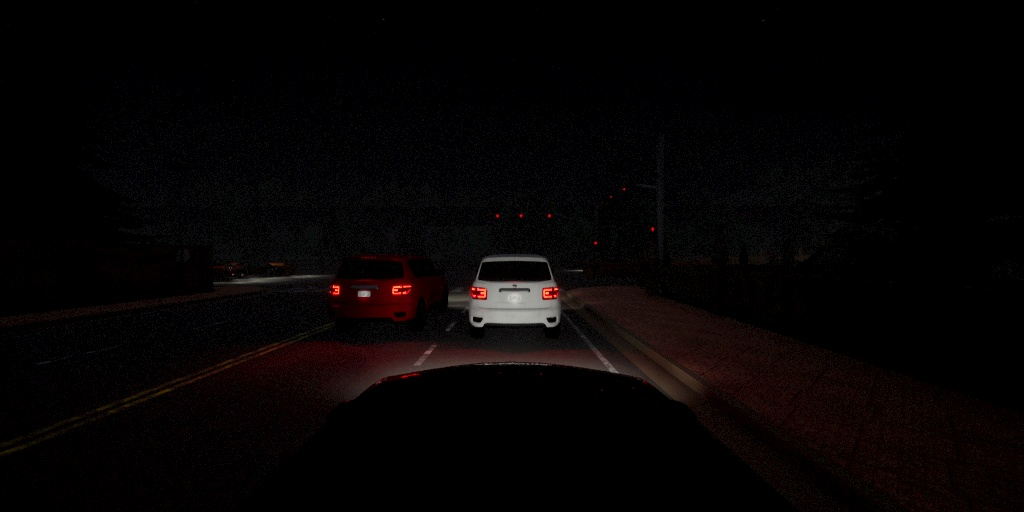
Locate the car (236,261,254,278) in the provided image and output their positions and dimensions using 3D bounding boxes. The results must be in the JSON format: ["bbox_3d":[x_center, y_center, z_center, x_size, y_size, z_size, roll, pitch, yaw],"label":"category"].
[{"bbox_3d":[-26.010,1.102,31.624,4.553,1.767,2.097,0,0,0],"label":"car"}]

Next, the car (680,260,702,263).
[{"bbox_3d":[24.203,1.297,48.980,5.357,1.411,2.033,0,0,0],"label":"car"}]

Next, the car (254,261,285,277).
[{"bbox_3d":[-24.948,1.228,35.114,5.008,1.535,1.882,0,0,0],"label":"car"}]

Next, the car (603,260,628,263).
[{"bbox_3d":[13.595,1.255,49.047,4.892,1.490,1.837,0,0,0],"label":"car"}]

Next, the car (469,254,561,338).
[{"bbox_3d":[0.081,0.971,10.312,2.150,2.045,5.566,0,0,1],"label":"car"}]

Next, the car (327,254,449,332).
[{"bbox_3d":[-3.418,0.971,10.994,2.150,2.045,5.566,0,0,0],"label":"car"}]

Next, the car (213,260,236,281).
[{"bbox_3d":[-25.071,1.228,28.115,5.008,1.535,1.882,0,0,0],"label":"car"}]

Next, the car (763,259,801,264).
[{"bbox_3d":[36.694,1.145,48.932,4.892,1.490,1.837,-2,0,0],"label":"car"}]
